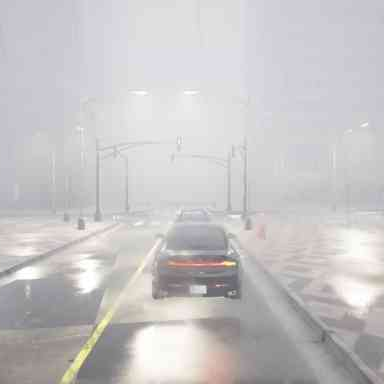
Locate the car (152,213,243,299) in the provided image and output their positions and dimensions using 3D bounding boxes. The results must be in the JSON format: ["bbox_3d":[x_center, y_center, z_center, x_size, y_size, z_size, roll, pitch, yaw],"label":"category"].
[{"bbox_3d":[0.100,1.502,8.391,1.837,1.490,4.892,0,0,0],"label":"car"}]

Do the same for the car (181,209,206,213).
[{"bbox_3d":[0.059,1.556,17.294,1.994,1.385,4.181,0,0,1],"label":"car"}]
